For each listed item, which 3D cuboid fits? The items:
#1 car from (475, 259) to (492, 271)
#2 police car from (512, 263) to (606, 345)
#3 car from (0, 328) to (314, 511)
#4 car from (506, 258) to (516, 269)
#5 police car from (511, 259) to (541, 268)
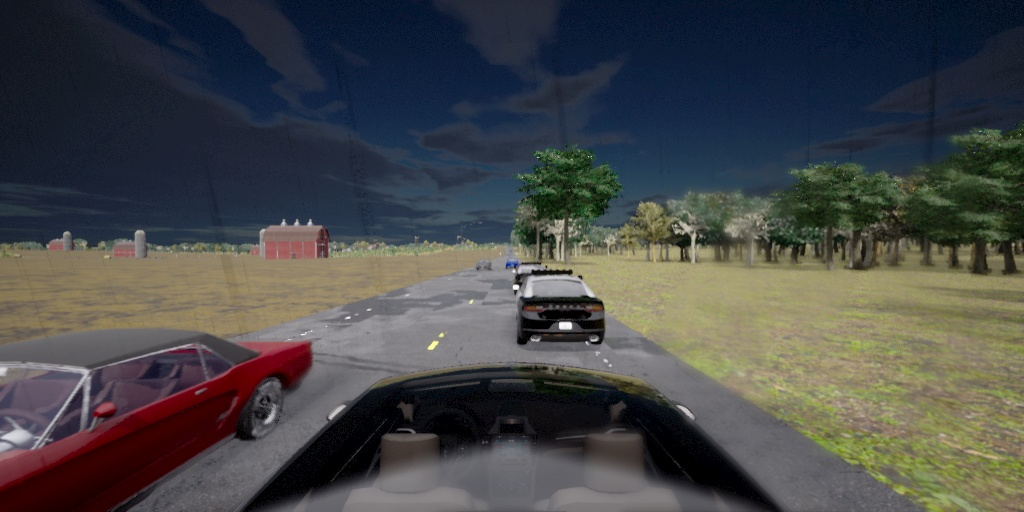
[{"bbox_3d":[-3.590,1.127,46.272,1.837,1.490,4.892,0,0,0],"label":"car"},{"bbox_3d":[1.051,1.160,9.611,1.930,1.638,5.238,0,0,0],"label":"police car"},{"bbox_3d":[-3.599,1.349,2.601,1.895,1.301,4.718,0,0,0],"label":"car"},{"bbox_3d":[0.071,1.076,51.654,1.882,1.535,5.008,0,0,0],"label":"car"},{"bbox_3d":[1.053,1.138,19.612,1.930,1.638,5.238,0,0,0],"label":"police car"}]
